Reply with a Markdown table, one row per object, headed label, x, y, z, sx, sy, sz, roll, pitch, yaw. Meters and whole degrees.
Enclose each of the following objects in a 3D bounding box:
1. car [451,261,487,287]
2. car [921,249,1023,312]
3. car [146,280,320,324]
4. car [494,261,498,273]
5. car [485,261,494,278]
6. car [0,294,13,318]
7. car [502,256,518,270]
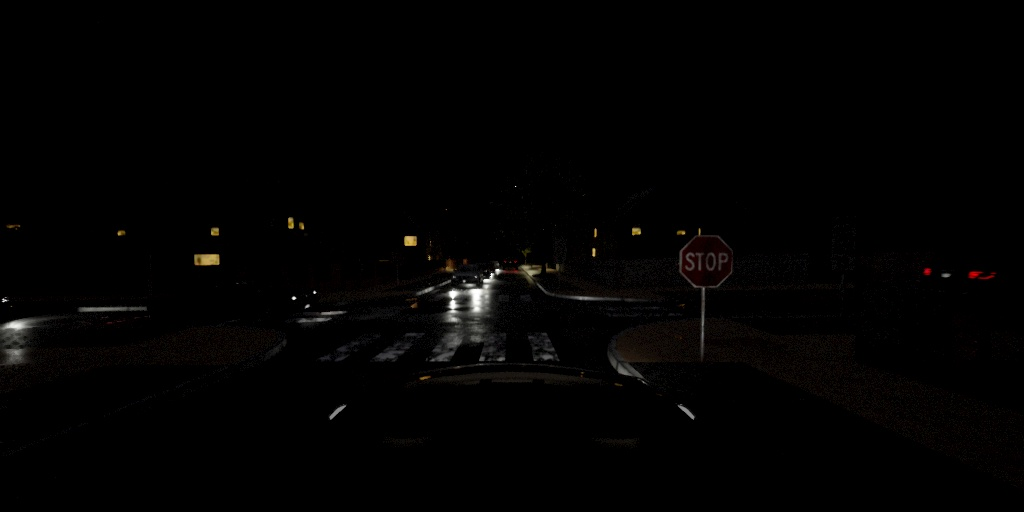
| label | x | y | z | sx | sy | sz | roll | pitch | yaw |
| --- | --- | --- | --- | --- | --- | --- | --- | --- | --- |
| car | -2.959 | 1.283 | 24.455 | 1.812 | 1.442 | 4.674 | 0 | 0 | 0 |
| car | 18.151 | 0.752 | 12.732 | 5.566 | 2.045 | 2.150 | -1 | 2 | 1 |
| car | -9.463 | 1.502 | 12.535 | 4.718 | 1.301 | 1.895 | -1 | 2 | -4 |
| car | -3.044 | 1.348 | 43.626 | 1.994 | 1.385 | 4.181 | 0 | 0 | 0 |
| car | -2.995 | 1.295 | 33.625 | 1.812 | 1.442 | 4.674 | 0 | 0 | 0 |
| car | -20.244 | 1.570 | 12.156 | 4.892 | 1.490 | 1.837 | -1 | 2 | -1 |
| car | -0.250 | 1.031 | 53.372 | 2.150 | 2.045 | 5.566 | 0 | 0 | 0 |
